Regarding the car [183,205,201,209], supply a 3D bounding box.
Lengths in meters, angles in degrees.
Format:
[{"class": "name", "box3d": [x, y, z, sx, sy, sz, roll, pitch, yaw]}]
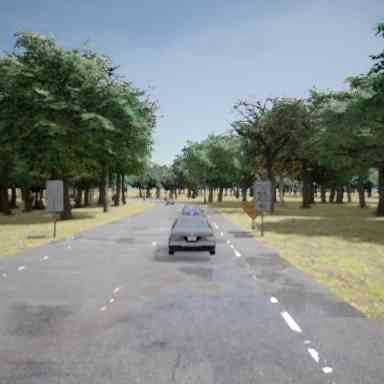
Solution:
[{"class": "car", "box3d": [-0.004, 1.795, 28.978, 2.033, 1.411, 5.357, 0, 0, 0]}]

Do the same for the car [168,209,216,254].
[{"class": "car", "box3d": [-0.002, 1.672, 13.974, 2.033, 1.411, 5.357, 0, 0, 0]}]

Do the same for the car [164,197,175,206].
[{"class": "car", "box3d": [-4.596, 2.131, 70.815, 1.812, 1.442, 4.674, 0, -1, -4]}]

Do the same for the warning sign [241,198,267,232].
[{"class": "warning sign", "box3d": [3.567, 1.284, 19.291, 1.300, 1.860, 1.060, 1, 1, 0]}]
